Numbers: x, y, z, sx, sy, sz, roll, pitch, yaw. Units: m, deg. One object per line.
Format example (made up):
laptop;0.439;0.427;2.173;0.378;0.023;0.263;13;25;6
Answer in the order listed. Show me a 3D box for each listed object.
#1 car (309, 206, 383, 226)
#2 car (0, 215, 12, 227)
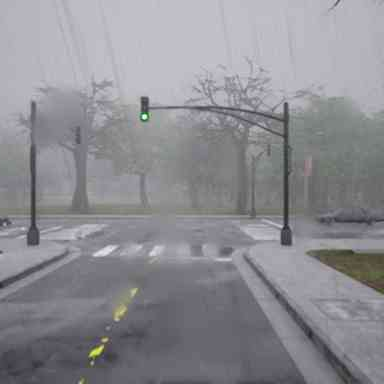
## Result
car;11.809;1.799;25.348;5.357;1.411;2.033;0;0;0
car;-14.889;1.737;21.926;5.357;1.411;2.033;0;0;3
